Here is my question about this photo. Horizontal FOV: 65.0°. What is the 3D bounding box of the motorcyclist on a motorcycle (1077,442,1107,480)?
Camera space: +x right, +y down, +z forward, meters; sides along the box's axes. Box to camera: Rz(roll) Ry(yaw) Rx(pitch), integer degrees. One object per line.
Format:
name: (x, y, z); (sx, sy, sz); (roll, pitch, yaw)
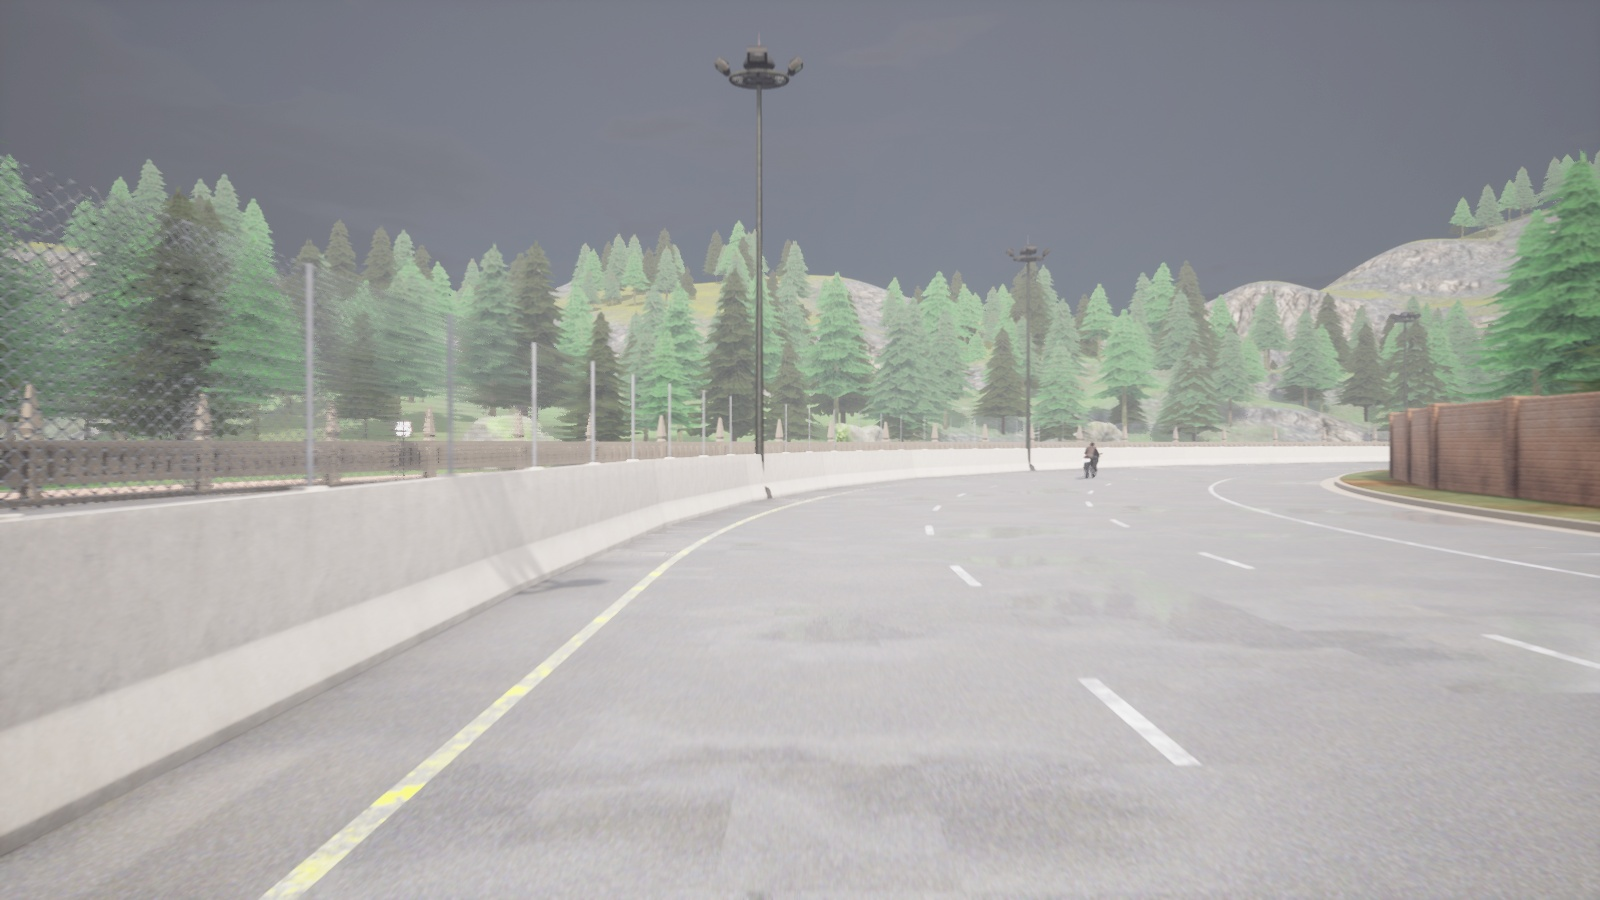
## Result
motorcyclist on a motorcycle: (12.050, 0.442, 51.796); (0.797, 1.523, 2.044); (2, 1, 25)
